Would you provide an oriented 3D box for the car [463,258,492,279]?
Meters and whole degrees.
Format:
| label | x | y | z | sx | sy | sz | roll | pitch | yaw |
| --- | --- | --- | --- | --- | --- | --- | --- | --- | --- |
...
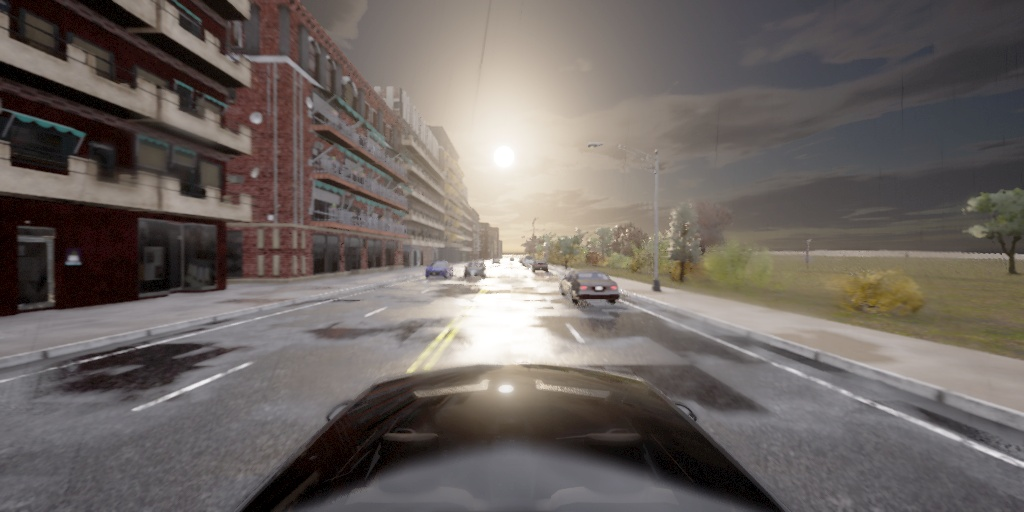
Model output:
| label | x | y | z | sx | sy | sz | roll | pitch | yaw |
| --- | --- | --- | --- | --- | --- | --- | --- | --- | --- |
| car | -3.325 | 1.248 | 33.104 | 2.128 | 1.511 | 4.902 | 0 | 0 | 0 |

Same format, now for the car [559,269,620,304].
| label | x | y | z | sx | sy | sz | roll | pitch | yaw |
| --- | --- | --- | --- | --- | --- | --- | --- | --- | --- |
| car | 3.353 | 1.298 | 16.341 | 2.033 | 1.411 | 5.357 | 0 | 0 | 0 |

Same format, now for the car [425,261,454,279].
| label | x | y | z | sx | sy | sz | roll | pitch | yaw |
| --- | --- | --- | --- | --- | --- | --- | --- | --- | --- |
| car | -6.577 | 1.234 | 32.769 | 1.882 | 1.535 | 5.008 | 0 | 0 | 0 |

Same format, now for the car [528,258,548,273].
| label | x | y | z | sx | sy | sz | roll | pitch | yaw |
| --- | --- | --- | --- | --- | --- | --- | --- | --- | --- |
| car | 3.361 | 1.265 | 44.037 | 1.837 | 1.490 | 4.892 | 0 | 0 | 0 |
